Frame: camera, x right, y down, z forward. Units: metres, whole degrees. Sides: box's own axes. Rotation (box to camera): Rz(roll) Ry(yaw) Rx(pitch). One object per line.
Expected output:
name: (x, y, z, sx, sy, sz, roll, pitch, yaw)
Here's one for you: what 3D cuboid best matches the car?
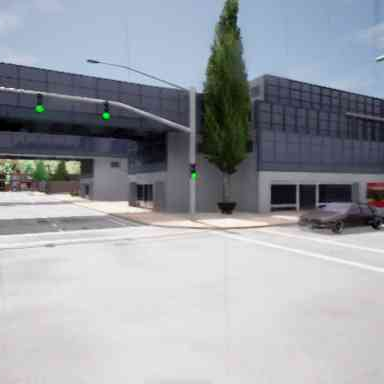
car: (7.917, 1.218, 17.082, 5.357, 1.411, 2.033, -1, 1, -28)
